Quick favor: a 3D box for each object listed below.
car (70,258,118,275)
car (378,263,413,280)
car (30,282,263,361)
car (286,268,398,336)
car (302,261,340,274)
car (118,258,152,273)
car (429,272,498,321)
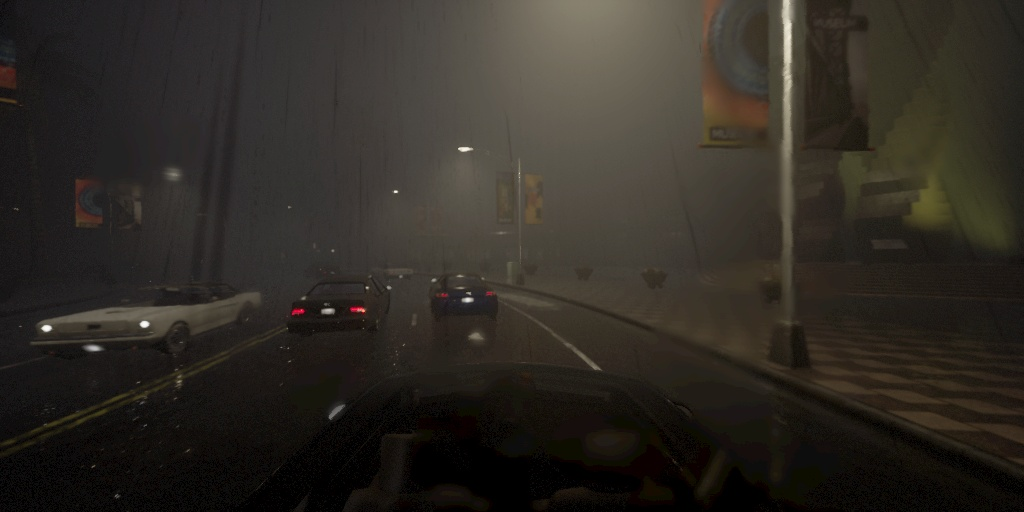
[{"bbox_3d":[-44.656,1.246,38.283,4.892,1.490,1.837,-1,0,26],"label":"car"},{"bbox_3d":[-9.406,1.201,27.768,1.895,1.301,4.718,-1,1,-37],"label":"car"},{"bbox_3d":[-8.054,1.346,8.621,1.895,1.301,4.718,0,0,-13],"label":"car"},{"bbox_3d":[-4.666,1.257,10.380,2.033,1.411,5.357,0,0,-14],"label":"car"},{"bbox_3d":[-15.497,1.151,29.398,1.812,1.442,4.674,-1,0,-44],"label":"car"},{"bbox_3d":[-44.349,1.233,42.012,4.674,1.442,1.812,0,0,26],"label":"car"},{"bbox_3d":[-1.794,1.240,12.366,1.994,1.385,4.181,0,0,-15],"label":"car"}]
